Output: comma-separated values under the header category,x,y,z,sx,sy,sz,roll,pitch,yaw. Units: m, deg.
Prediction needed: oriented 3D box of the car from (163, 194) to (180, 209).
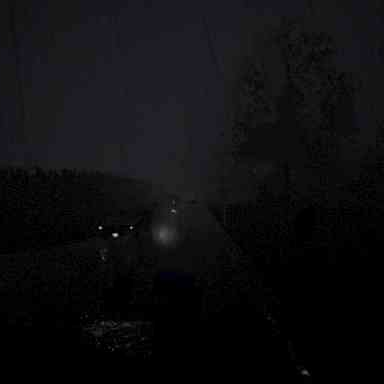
category,x,y,z,sx,sy,sz,roll,pitch,yaw
car,-2.847,1.125,40.329,2.097,1.767,4.553,0,0,0

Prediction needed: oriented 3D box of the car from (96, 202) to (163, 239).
category,x,y,z,sx,sy,sz,roll,pitch,yaw
car,-3.112,1.460,17.018,2.033,1.411,5.357,0,0,5

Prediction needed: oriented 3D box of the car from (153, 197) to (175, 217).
category,x,y,z,sx,sy,sz,roll,pitch,yaw
car,-2.843,1.408,29.020,1.994,1.385,4.181,0,0,1

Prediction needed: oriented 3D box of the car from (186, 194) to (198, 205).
category,x,y,z,sx,sy,sz,roll,pitch,yaw
car,0.039,1.301,51.526,1.895,1.301,4.718,0,0,1

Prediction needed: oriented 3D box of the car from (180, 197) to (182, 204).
category,x,y,z,sx,sy,sz,roll,pitch,yaw
car,-2.761,1.175,56.539,2.128,1.511,4.902,0,0,0

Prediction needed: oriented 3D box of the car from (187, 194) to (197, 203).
category,x,y,z,sx,sy,sz,roll,pitch,yaw
car,-0.011,1.108,61.548,1.882,1.535,5.008,0,0,0
